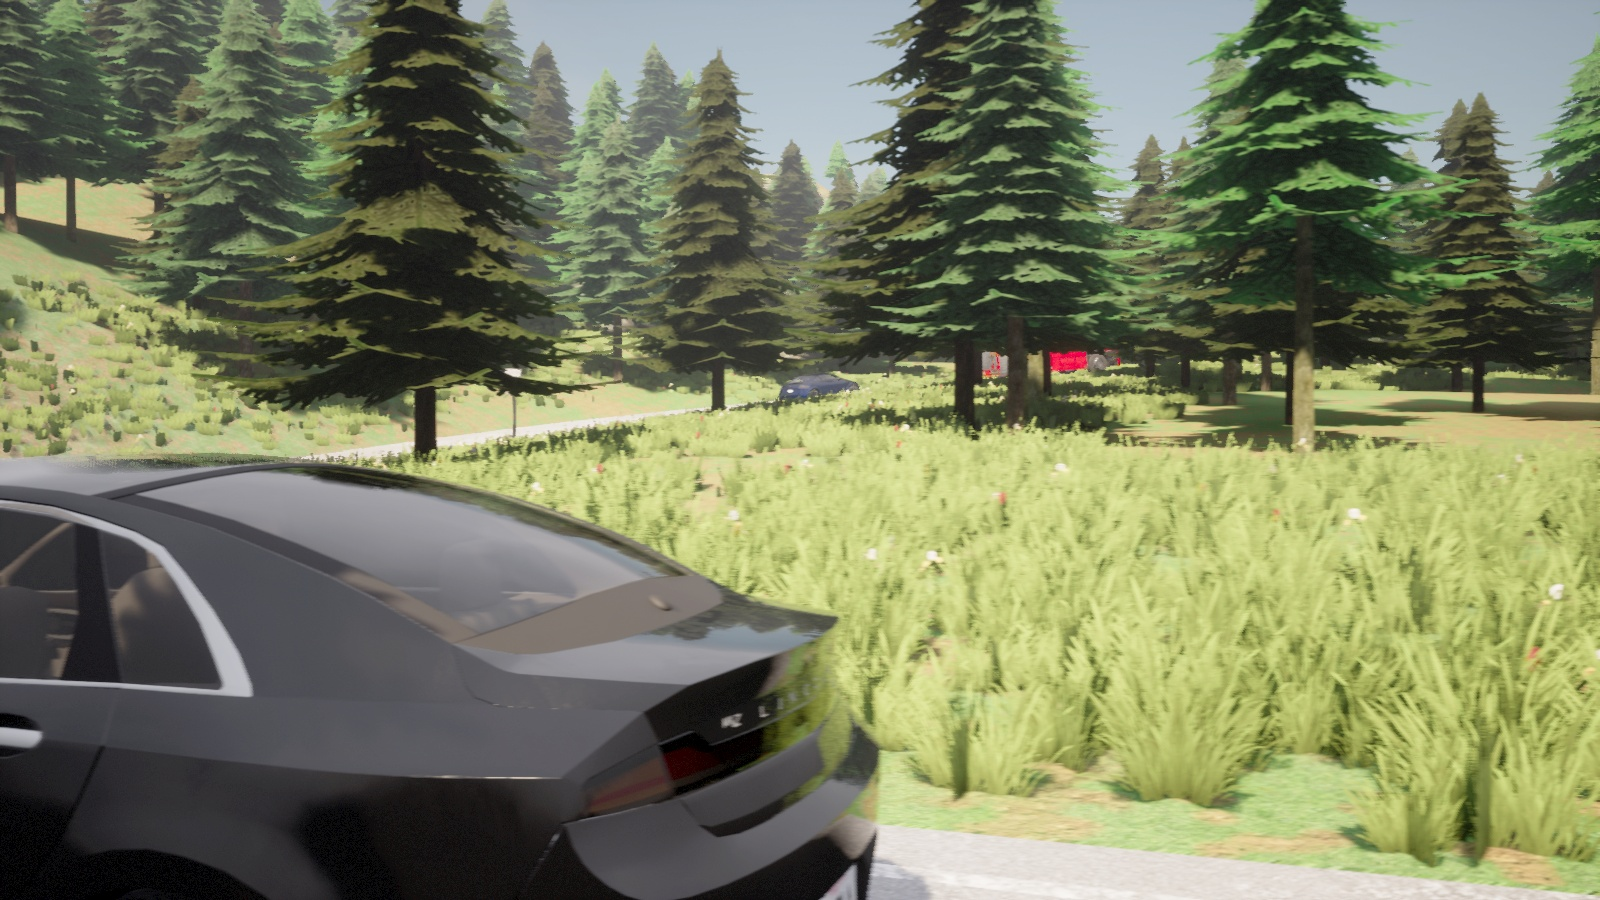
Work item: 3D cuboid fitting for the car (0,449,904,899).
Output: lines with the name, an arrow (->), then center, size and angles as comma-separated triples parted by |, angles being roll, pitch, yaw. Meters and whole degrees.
car -> -2.306, 0.764, 3.646 | 4.892, 1.490, 1.837 | 1, 1, 19

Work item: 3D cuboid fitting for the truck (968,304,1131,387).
truck -> 13.515, -5.648, 67.817 | 8.468, 3.827, 2.891 | -6, 3, -27

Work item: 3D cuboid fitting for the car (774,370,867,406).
car -> 0.998, -2.945, 59.165 | 1.994, 1.385, 4.181 | 1, 6, 44
